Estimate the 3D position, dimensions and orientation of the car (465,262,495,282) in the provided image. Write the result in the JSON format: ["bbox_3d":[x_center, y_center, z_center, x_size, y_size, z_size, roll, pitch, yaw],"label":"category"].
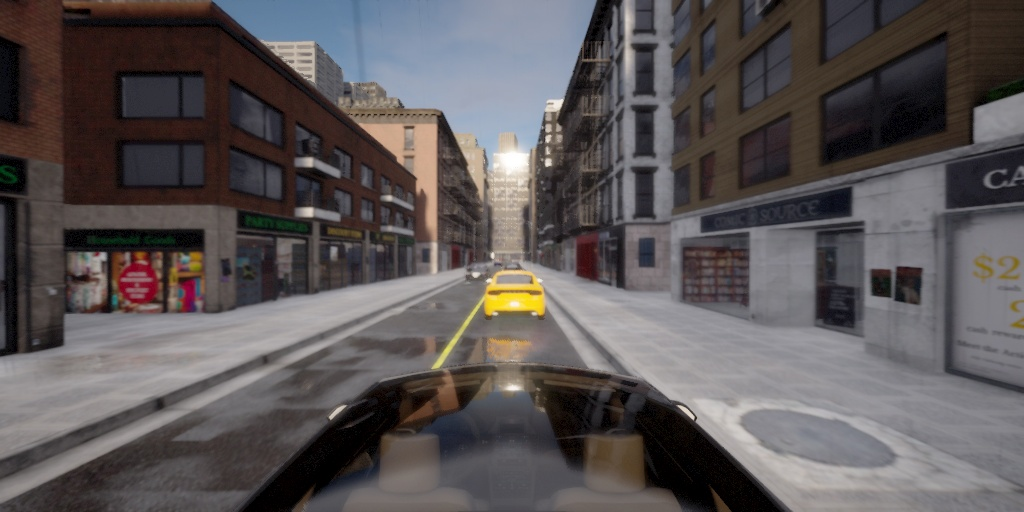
[{"bbox_3d":[-2.842,1.344,30.677,2.128,1.511,4.902,0,0,0],"label":"car"}]

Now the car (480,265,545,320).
[{"bbox_3d":[0.094,1.268,12.942,1.882,1.535,5.008,0,0,0],"label":"car"}]

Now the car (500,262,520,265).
[{"bbox_3d":[0.104,1.387,33.160,1.812,1.442,4.674,0,0,0],"label":"car"}]
